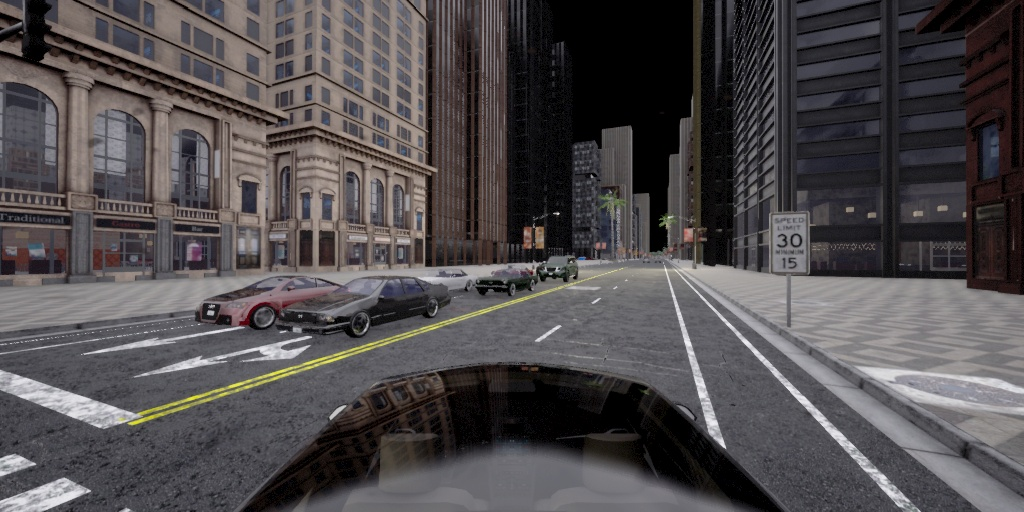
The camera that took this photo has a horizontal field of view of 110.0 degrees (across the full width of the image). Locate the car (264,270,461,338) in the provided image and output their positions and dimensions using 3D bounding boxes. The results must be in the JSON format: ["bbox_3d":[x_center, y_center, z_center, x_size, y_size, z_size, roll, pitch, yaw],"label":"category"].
[{"bbox_3d":[-3.874,1.299,10.631,2.033,1.411,5.357,0,0,23],"label":"car"}]

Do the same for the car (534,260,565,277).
[{"bbox_3d":[4.051,1.251,37.925,1.882,1.535,5.008,0,0,23],"label":"car"}]

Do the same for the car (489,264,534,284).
[{"bbox_3d":[0.081,1.364,28.523,1.895,1.301,4.718,0,0,23],"label":"car"}]

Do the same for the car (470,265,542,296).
[{"bbox_3d":[-0.177,1.358,19.479,1.895,1.301,4.718,0,0,23],"label":"car"}]

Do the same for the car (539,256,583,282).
[{"bbox_3d":[3.951,0.987,29.347,2.150,2.045,5.566,0,0,22],"label":"car"}]

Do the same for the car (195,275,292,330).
[{"bbox_3d":[-7.135,1.316,11.247,1.994,1.385,4.181,0,0,23],"label":"car"}]

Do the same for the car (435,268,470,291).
[{"bbox_3d":[-3.762,1.357,19.332,1.895,1.301,4.718,0,0,23],"label":"car"}]
